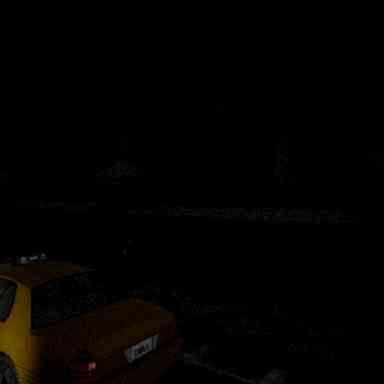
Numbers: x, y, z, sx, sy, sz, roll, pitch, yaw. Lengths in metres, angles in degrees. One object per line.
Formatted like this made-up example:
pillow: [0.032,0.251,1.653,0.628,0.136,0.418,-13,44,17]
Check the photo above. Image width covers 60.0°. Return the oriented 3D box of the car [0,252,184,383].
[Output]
car: [-2.374,1.526,4.659,4.829,1.417,1.752,0,0,36]
